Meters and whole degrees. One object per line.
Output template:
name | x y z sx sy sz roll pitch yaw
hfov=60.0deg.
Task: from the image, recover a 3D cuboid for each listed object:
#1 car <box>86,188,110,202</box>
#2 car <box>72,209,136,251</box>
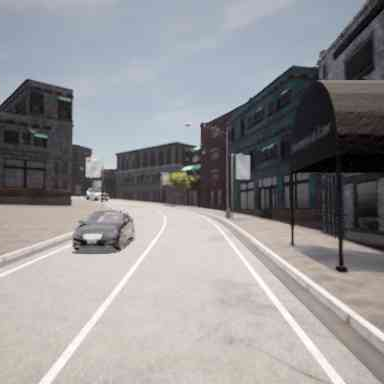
car | -15.738 0.482 55.514 2.150 2.045 5.566 3 0 -40
car | -3.659 1.539 14.504 2.128 1.511 4.902 0 0 -1
